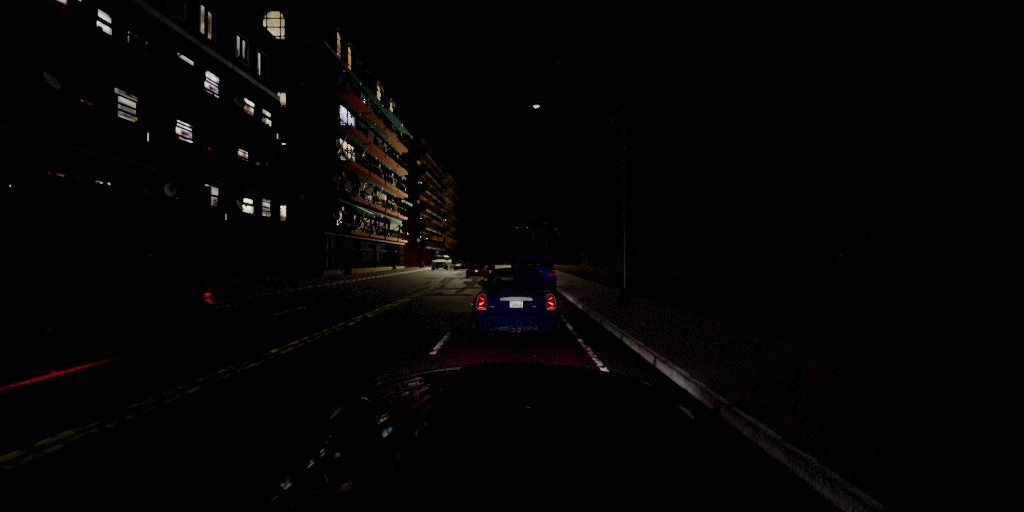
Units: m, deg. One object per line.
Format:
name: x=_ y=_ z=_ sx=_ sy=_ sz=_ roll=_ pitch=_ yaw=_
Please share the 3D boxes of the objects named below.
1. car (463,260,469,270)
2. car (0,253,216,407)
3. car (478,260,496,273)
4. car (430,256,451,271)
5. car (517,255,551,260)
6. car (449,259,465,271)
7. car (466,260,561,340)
car: x=-3.150 y=1.313 z=33.840 sx=1.994 sy=1.385 sz=4.181 roll=0 pitch=0 yaw=0
car: x=-6.603 y=0.972 z=4.341 sx=2.150 sy=2.045 sz=5.566 roll=0 pitch=0 yaw=0
car: x=-3.149 y=1.297 z=46.161 sx=2.033 sy=1.411 sz=5.357 roll=0 pitch=0 yaw=0
car: x=-9.847 y=0.970 z=50.323 sx=2.150 sy=2.045 sz=5.566 roll=0 pitch=0 yaw=0
car: x=1.136 y=0.976 z=19.736 sx=2.150 sy=2.045 sz=5.566 roll=0 pitch=0 yaw=0
car: x=-6.600 y=1.297 z=47.939 sx=2.033 sy=1.411 sz=5.357 roll=0 pitch=0 yaw=0
car: x=0.097 y=1.103 z=10.161 sx=2.097 sy=1.767 sz=4.553 roll=0 pitch=0 yaw=0
